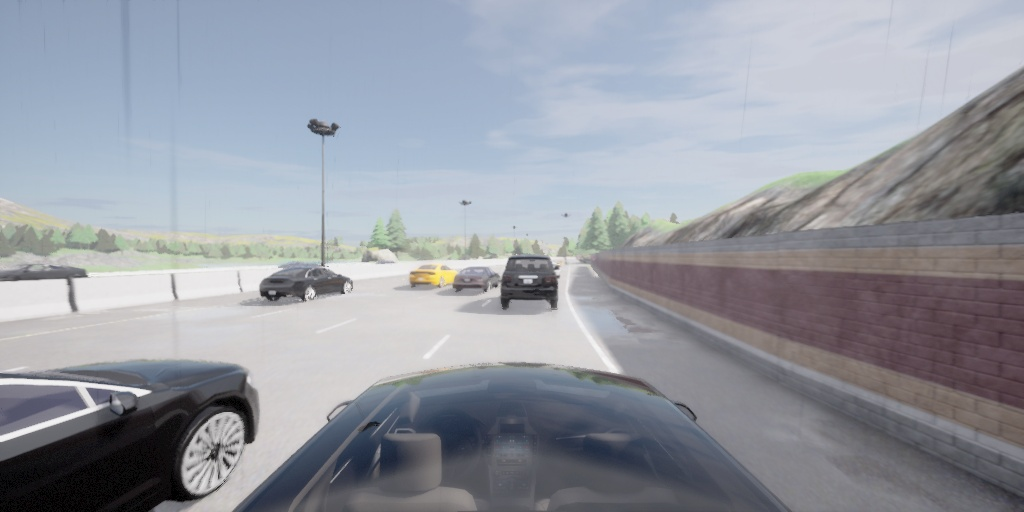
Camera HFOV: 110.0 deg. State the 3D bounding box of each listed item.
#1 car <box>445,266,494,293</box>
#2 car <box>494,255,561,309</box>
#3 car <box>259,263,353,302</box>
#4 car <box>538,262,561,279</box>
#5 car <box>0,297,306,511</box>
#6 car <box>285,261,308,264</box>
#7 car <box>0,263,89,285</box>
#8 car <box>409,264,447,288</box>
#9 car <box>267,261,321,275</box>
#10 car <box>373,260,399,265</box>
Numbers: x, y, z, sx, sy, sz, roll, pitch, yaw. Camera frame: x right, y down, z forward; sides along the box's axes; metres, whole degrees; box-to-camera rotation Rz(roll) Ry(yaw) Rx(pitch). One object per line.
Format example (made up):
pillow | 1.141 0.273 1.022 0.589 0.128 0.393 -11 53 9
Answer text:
car | -1.965 1.304 21.102 2.033 1.411 5.357 0 0 8
car | 0.832 0.977 15.149 2.150 2.045 5.566 0 0 6
car | -9.488 1.254 16.992 1.837 1.490 4.892 0 0 6
car | 3.519 1.291 33.200 1.812 1.442 4.674 0 0 9
car | -3.373 1.239 1.532 2.128 1.511 4.902 0 0 0
car | -18.248 1.314 31.441 1.994 1.385 4.181 0 0 10
car | -30.183 1.229 22.526 2.128 1.511 4.902 0 0 7
car | -5.066 1.233 23.765 1.882 1.535 5.008 0 0 8
car | -23.946 1.297 39.706 2.033 1.411 5.357 0 0 10
car | -18.320 1.306 52.105 2.033 1.411 5.357 0 0 10
